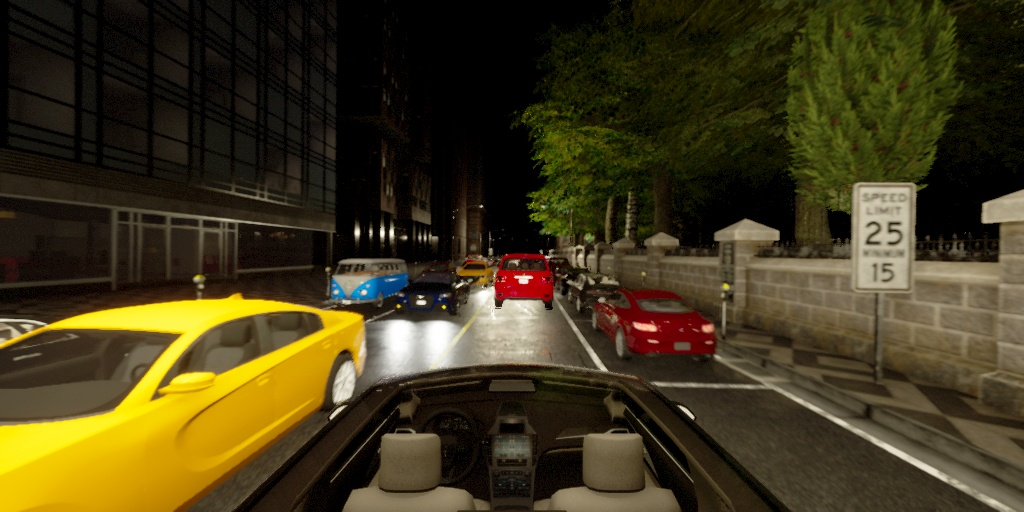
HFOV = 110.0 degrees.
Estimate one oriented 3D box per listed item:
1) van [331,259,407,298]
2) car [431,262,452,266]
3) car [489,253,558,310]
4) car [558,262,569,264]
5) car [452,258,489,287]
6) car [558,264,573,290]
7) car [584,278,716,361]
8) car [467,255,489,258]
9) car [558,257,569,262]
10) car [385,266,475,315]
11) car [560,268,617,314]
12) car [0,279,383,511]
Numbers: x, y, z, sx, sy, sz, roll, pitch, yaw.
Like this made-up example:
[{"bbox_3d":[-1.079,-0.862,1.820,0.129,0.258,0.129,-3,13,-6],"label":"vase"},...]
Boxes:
[{"bbox_3d":[-5.376,0.985,13.929,1.690,1.789,3.998,0,0,2],"label":"van"},{"bbox_3d":[-4.962,1.145,24.974,1.888,1.381,4.507,0,0,2],"label":"car"},{"bbox_3d":[0.512,0.941,14.886,2.150,2.045,5.566,1,0,3],"label":"car"},{"bbox_3d":[3.557,1.297,24.665,1.802,1.307,4.207,0,0,2],"label":"car"},{"bbox_3d":[-2.332,1.121,23.436,1.882,1.535,5.008,1,0,2],"label":"car"},{"bbox_3d":[3.348,1.305,19.142,1.948,1.339,4.313,0,0,2],"label":"car"},{"bbox_3d":[2.935,1.357,8.099,1.802,1.307,4.207,0,0,2],"label":"car"},{"bbox_3d":[-4.339,0.812,41.540,2.192,1.841,5.009,0,0,2],"label":"car"},{"bbox_3d":[3.765,1.000,30.187,2.192,1.841,5.009,0,0,2],"label":"car"},{"bbox_3d":[-2.738,1.247,13.069,1.994,1.385,4.181,1,0,2],"label":"car"},{"bbox_3d":[3.143,1.310,13.621,2.007,1.370,4.403,0,0,2],"label":"car"},{"bbox_3d":[-3.106,1.183,3.163,1.882,1.535,5.008,1,0,2],"label":"car"}]
